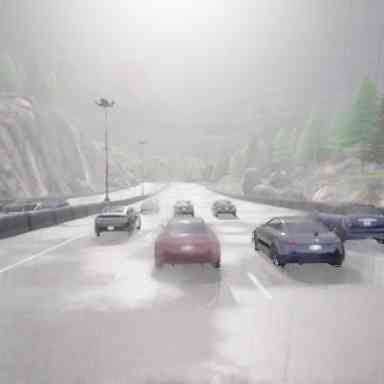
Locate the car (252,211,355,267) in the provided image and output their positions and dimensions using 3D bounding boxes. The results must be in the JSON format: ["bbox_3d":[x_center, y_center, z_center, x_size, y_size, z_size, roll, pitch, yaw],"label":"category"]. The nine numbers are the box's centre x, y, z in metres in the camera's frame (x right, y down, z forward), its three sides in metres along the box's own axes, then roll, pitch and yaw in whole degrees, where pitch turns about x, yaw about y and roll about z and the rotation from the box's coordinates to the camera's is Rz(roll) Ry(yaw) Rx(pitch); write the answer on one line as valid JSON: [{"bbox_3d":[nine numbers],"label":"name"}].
[{"bbox_3d":[3.324,1.486,11.126,1.994,1.385,4.181,-1,0,-2],"label":"car"}]

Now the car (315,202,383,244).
[{"bbox_3d":[6.709,1.224,14.957,2.097,1.767,4.553,-1,0,-2],"label":"car"}]

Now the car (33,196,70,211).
[{"bbox_3d":[-15.054,1.372,36.463,2.097,1.767,4.553,-1,0,-1],"label":"car"}]

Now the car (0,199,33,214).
[{"bbox_3d":[-18.549,1.566,36.341,1.837,1.490,4.892,-1,0,-1],"label":"car"}]

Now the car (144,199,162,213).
[{"bbox_3d":[-4.408,1.437,35.721,1.812,1.442,4.674,-1,0,-2],"label":"car"}]

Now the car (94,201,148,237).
[{"bbox_3d":[-3.882,1.464,17.957,2.128,1.511,4.902,-1,0,-2],"label":"car"}]

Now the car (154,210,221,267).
[{"bbox_3d":[-0.181,1.523,11.243,1.994,1.385,4.181,-1,0,-2],"label":"car"}]

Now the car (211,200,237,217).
[{"bbox_3d":[2.772,1.405,29.724,2.033,1.411,5.357,-1,0,-2],"label":"car"}]

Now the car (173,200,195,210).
[{"bbox_3d":[-0.719,1.443,29.394,2.033,1.411,5.357,-1,0,-2],"label":"car"}]
